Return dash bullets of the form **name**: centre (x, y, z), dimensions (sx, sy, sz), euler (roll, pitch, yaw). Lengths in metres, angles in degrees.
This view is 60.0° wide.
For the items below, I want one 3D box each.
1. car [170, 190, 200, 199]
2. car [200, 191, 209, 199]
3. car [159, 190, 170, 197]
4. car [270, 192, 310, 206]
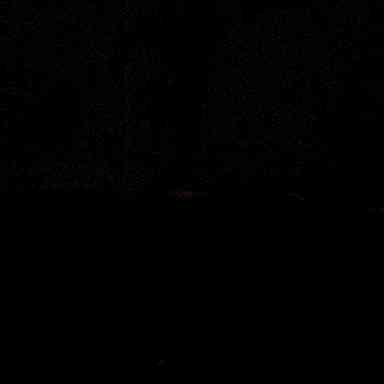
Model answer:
- **car**: centre (-1.281, 0.394, 57.200), dimensions (1.882, 1.535, 5.008), euler (0, 1, -35)
- **car**: centre (0.801, 0.460, 59.176), dimensions (2.033, 1.411, 5.357), euler (0, 1, -35)
- **car**: centre (-4.856, 0.311, 66.960), dimensions (1.994, 1.385, 4.181), euler (0, 1, -36)
- **car**: centre (11.535, 0.780, 39.244), dimensions (1.882, 1.535, 5.008), euler (0, 1, -36)
